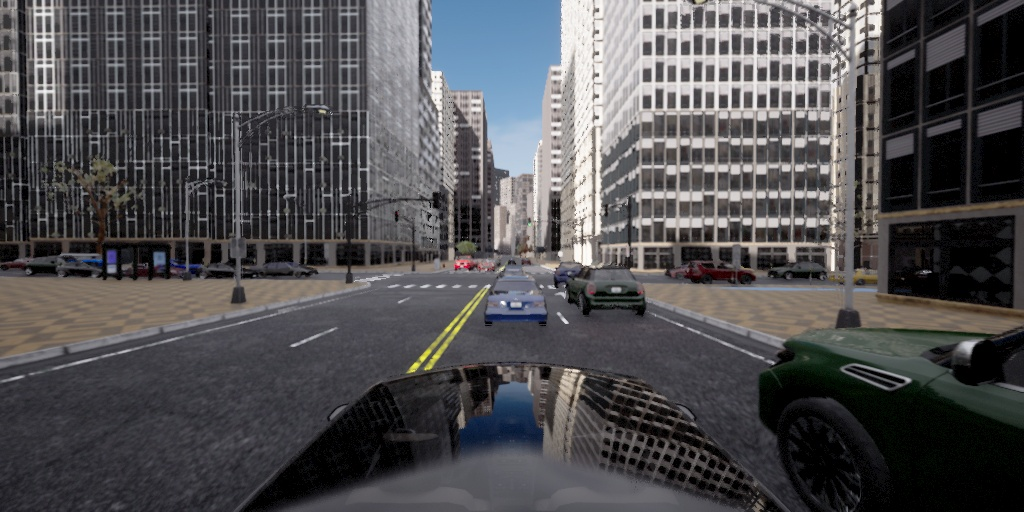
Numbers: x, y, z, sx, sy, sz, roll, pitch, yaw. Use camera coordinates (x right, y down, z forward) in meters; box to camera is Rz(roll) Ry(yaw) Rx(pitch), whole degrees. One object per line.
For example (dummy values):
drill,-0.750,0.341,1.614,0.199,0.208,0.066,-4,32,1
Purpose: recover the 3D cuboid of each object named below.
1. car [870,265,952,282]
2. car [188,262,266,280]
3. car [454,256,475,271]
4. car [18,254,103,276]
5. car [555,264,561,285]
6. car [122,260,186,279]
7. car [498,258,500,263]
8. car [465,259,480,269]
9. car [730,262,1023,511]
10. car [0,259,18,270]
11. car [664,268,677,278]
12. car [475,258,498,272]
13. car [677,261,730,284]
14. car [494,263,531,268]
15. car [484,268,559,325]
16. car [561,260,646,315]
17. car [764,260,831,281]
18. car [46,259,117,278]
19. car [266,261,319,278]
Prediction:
car,37.208,1.623,33.555,5.357,1.411,2.033,0,1,1
car,-22.733,1.205,28.669,4.313,1.339,1.948,0,0,1
car,-6.591,0.988,49.787,2.150,2.045,5.566,0,0,0
car,-39.802,0.796,31.731,4.553,1.767,2.097,1,1,1
car,4.109,1.171,24.960,2.097,1.767,4.553,-1,-2,11
car,-28.417,1.170,28.802,4.207,1.307,1.802,0,0,1
car,-3.334,1.291,56.478,1.812,1.442,4.674,0,0,0
car,-6.563,1.243,60.131,1.882,1.535,5.008,0,0,1
car,3.351,0.974,0.926,2.150,2.045,5.566,0,0,0
car,-50.971,0.836,37.751,4.207,1.307,1.802,0,0,1
car,16.711,1.463,33.897,4.181,1.385,1.994,1,1,2
car,-3.316,1.118,47.634,2.097,1.767,4.553,0,0,-1
car,16.192,1.296,28.142,5.009,1.841,2.192,0,0,1
car,0.103,1.346,22.731,1.994,1.385,4.181,0,-1,0
car,0.102,1.303,11.799,2.033,1.411,5.357,0,0,0
car,3.349,1.108,13.646,2.097,1.767,4.553,0,0,0
car,26.745,1.338,33.735,4.553,1.767,2.097,0,1,1
car,-34.097,1.101,28.975,4.313,1.339,1.948,0,0,1
car,-19.911,1.171,31.320,5.357,1.411,2.033,1,1,1
